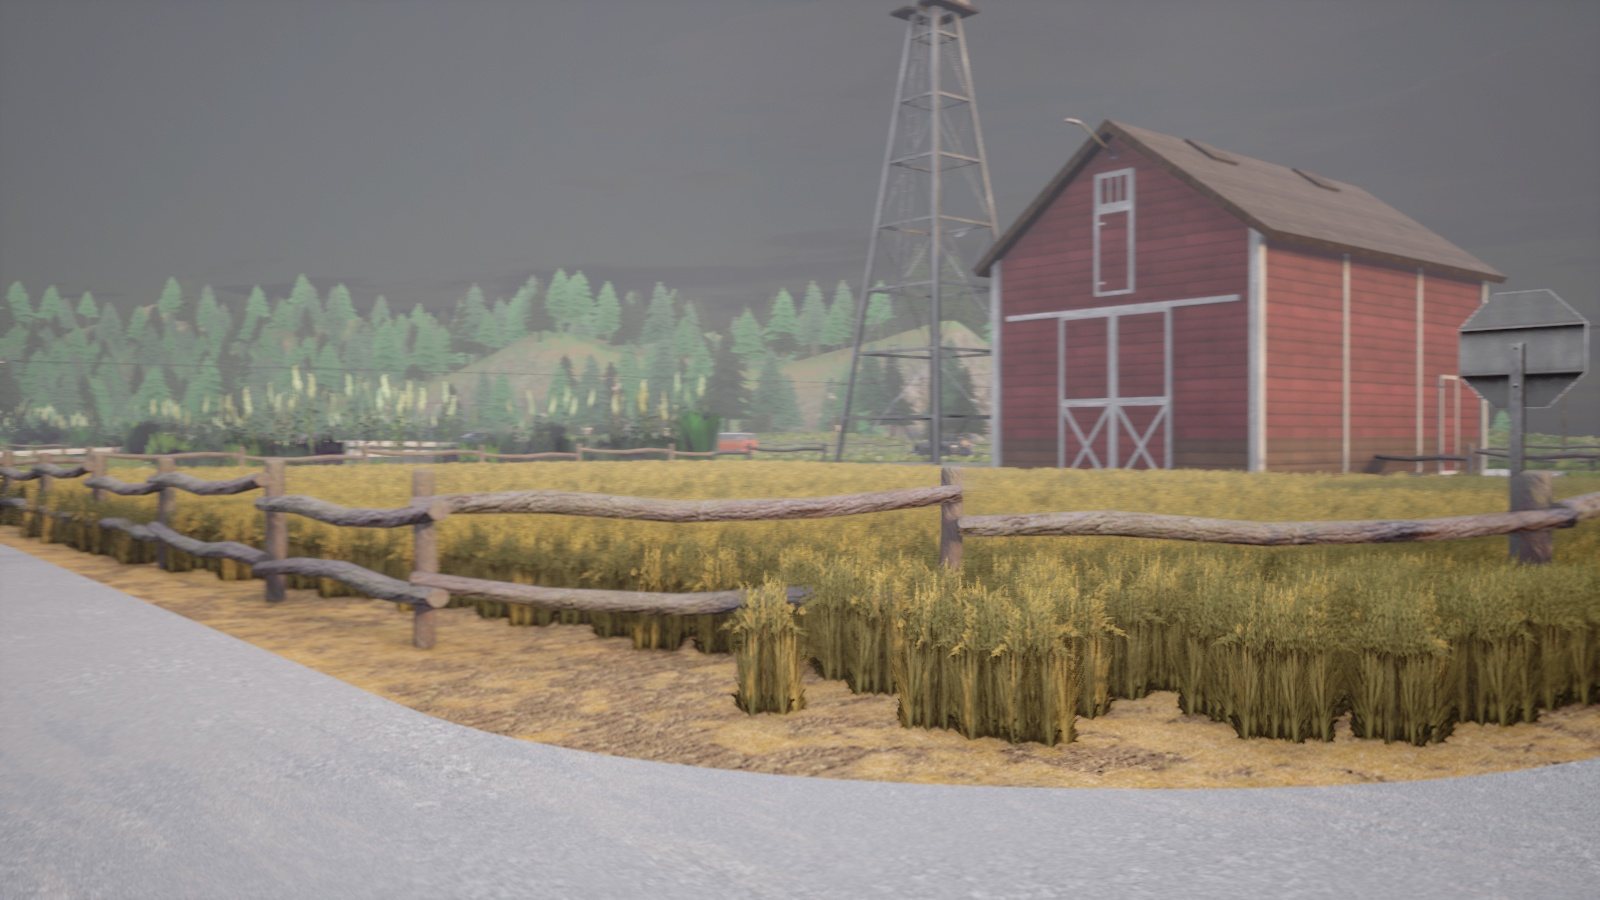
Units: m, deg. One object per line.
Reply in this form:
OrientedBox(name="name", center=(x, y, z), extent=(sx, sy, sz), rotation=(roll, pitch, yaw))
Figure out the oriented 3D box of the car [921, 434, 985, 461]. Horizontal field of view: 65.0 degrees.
OrientedBox(name="car", center=(10.688, -0.199, 88.087), extent=(1.932, 1.855, 4.605), rotation=(0, 1, -34))
